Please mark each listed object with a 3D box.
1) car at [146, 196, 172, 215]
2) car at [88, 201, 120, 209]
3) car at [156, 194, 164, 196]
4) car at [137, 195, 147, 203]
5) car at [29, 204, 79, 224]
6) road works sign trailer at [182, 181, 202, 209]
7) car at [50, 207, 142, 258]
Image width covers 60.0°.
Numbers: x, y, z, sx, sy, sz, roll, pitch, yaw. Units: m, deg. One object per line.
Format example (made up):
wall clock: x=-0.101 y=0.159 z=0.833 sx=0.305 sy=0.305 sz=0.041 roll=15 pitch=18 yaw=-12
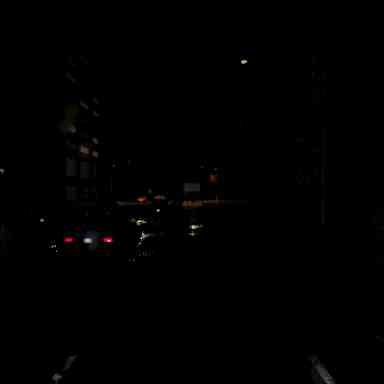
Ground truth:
car: x=-3.130 y=1.440 z=33.309 sx=1.837 sy=1.490 sz=4.892 roll=0 pitch=0 yaw=0
car: x=-6.583 y=1.454 z=25.148 sx=1.837 sy=1.490 sz=4.892 roll=0 pitch=0 yaw=0
car: x=-6.468 y=1.241 z=66.520 sx=2.097 sy=1.767 sz=4.553 roll=0 pitch=0 yaw=0
car: x=-9.721 y=1.414 z=65.658 sx=1.812 sy=1.442 sz=4.674 roll=0 pitch=0 yaw=0
car: x=-9.837 y=1.552 z=24.053 sx=1.895 sy=1.301 sz=4.718 roll=0 pitch=0 yaw=0
road works sign trailer: x=0.025 y=0.383 z=44.323 sx=2.380 sy=3.560 sz=2.880 roll=0 pitch=0 yaw=0
car: x=-3.142 y=1.520 z=12.574 sx=2.033 sy=1.411 sz=5.357 roll=0 pitch=0 yaw=0
